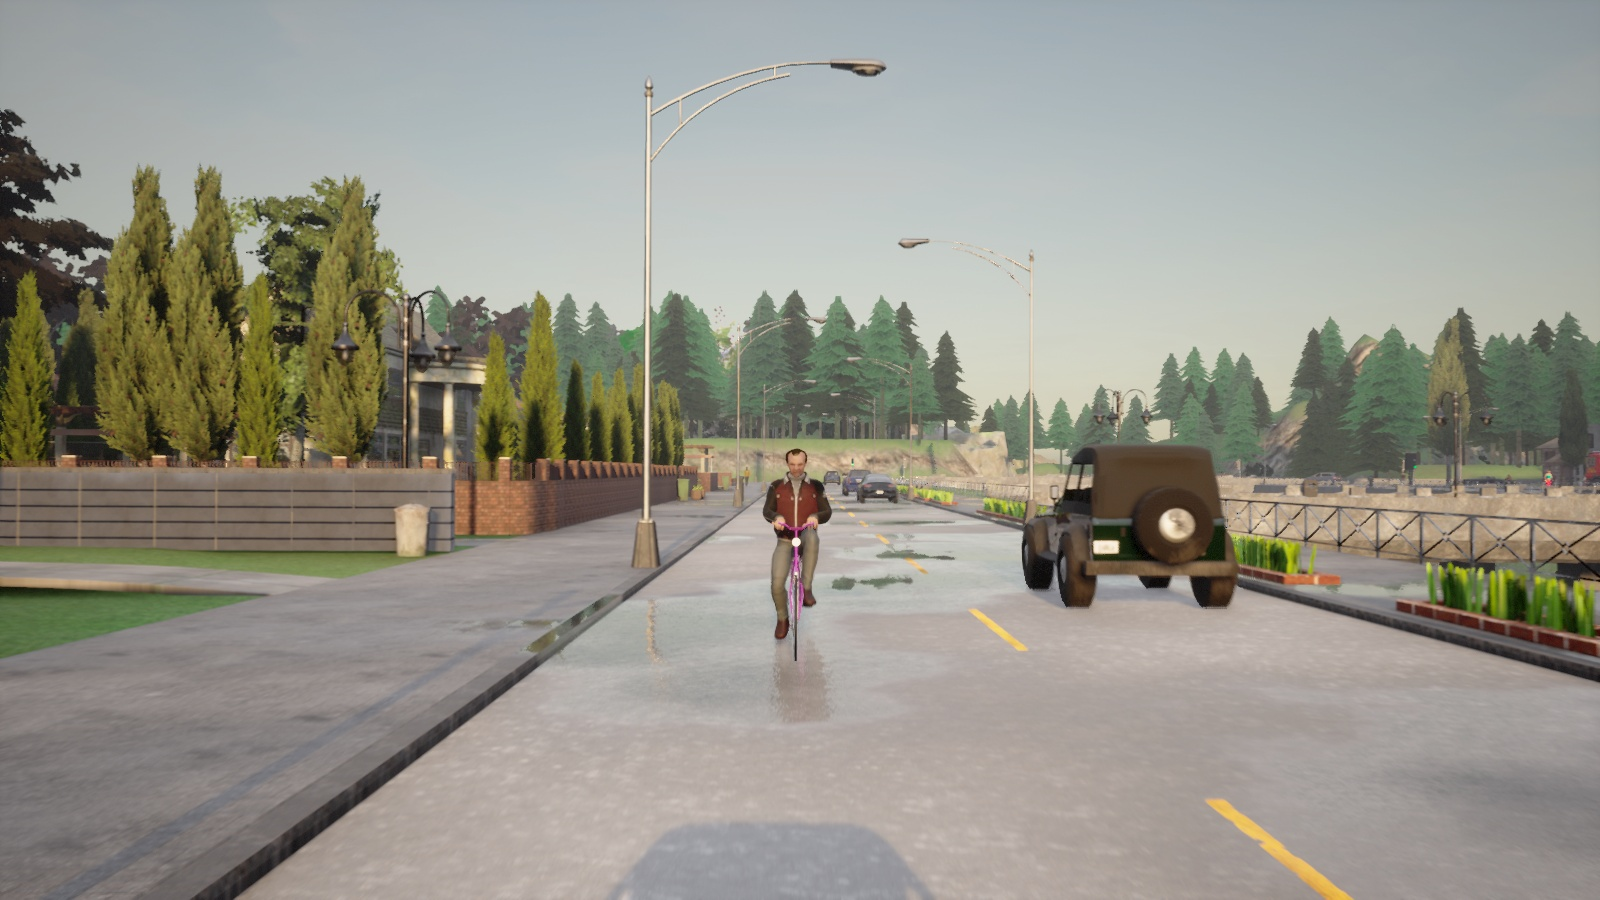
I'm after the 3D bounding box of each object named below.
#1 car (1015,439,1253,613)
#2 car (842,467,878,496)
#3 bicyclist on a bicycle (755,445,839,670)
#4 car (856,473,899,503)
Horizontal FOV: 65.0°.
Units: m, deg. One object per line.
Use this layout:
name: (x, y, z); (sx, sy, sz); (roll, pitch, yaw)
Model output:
car: (3.963, 0.856, 15.584); (1.905, 1.878, 3.866); (0, -1, 0)
car: (3.810, 2.007, 80.598); (2.097, 1.767, 4.553); (0, -1, 0)
bicyclist on a bicycle: (-0.026, 0.867, 10.847); (0.659, 1.776, 1.843); (0, -1, 0)
car: (3.852, 1.879, 62.952); (1.812, 1.442, 4.674); (0, -1, 0)
